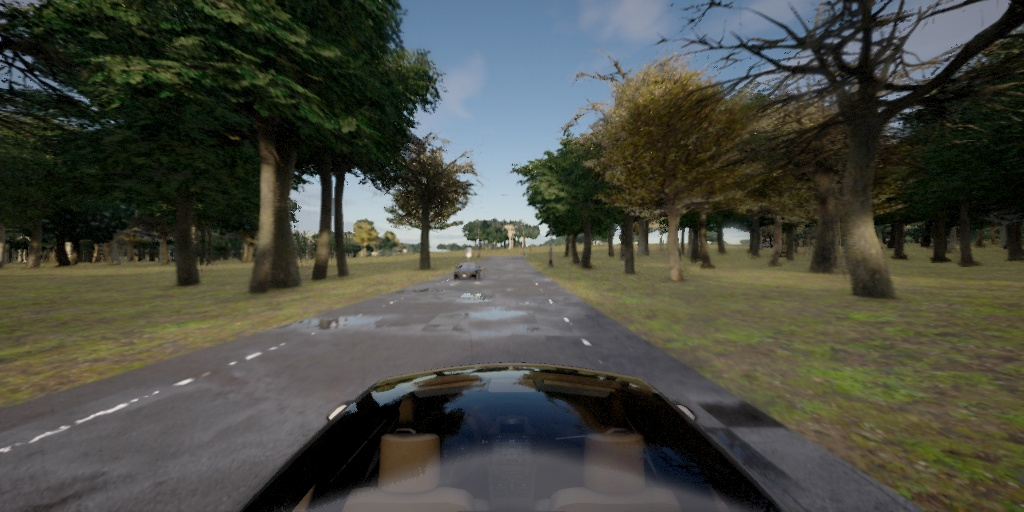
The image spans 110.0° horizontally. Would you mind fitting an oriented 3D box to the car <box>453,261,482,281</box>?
[{"bbox_3d":[-3.605,1.205,29.625,1.882,1.535,5.008,0,0,0],"label":"car"}]
